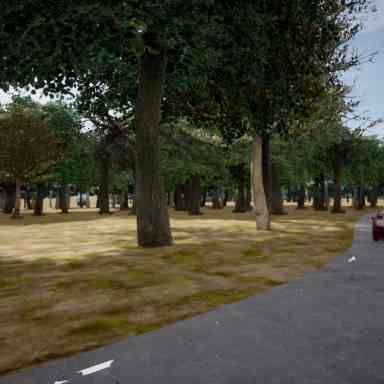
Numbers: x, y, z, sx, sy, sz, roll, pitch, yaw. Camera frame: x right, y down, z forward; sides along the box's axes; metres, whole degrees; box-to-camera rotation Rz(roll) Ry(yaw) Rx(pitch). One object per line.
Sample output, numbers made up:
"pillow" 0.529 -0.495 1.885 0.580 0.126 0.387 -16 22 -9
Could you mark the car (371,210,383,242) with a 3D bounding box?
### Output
"car" 10.366 1.660 17.066 1.882 1.535 5.008 0 -1 29
